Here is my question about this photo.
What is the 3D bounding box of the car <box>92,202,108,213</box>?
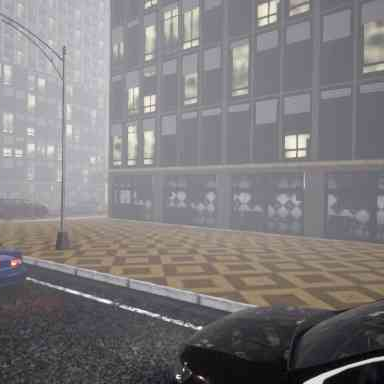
[{"bbox_3d":[-9.254,1.828,40.169,1.752,1.417,4.829,1,0,37],"label":"car"}]

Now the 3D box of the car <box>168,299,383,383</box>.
[{"bbox_3d":[2.030,1.505,2.233,4.892,1.490,1.837,0,0,35],"label":"car"}]

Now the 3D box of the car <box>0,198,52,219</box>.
[{"bbox_3d":[-16.069,1.517,30.971,2.192,1.841,5.009,1,0,37],"label":"car"}]

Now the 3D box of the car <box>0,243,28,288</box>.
[{"bbox_3d":[-6.115,1.543,8.065,5.357,1.411,2.033,0,0,36],"label":"car"}]

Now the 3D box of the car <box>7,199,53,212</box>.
[{"bbox_3d":[-19.549,1.640,40.352,1.752,1.417,4.829,1,0,37],"label":"car"}]

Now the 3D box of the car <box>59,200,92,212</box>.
[{"bbox_3d":[-14.337,1.750,43.020,2.033,1.411,5.357,1,0,37],"label":"car"}]
